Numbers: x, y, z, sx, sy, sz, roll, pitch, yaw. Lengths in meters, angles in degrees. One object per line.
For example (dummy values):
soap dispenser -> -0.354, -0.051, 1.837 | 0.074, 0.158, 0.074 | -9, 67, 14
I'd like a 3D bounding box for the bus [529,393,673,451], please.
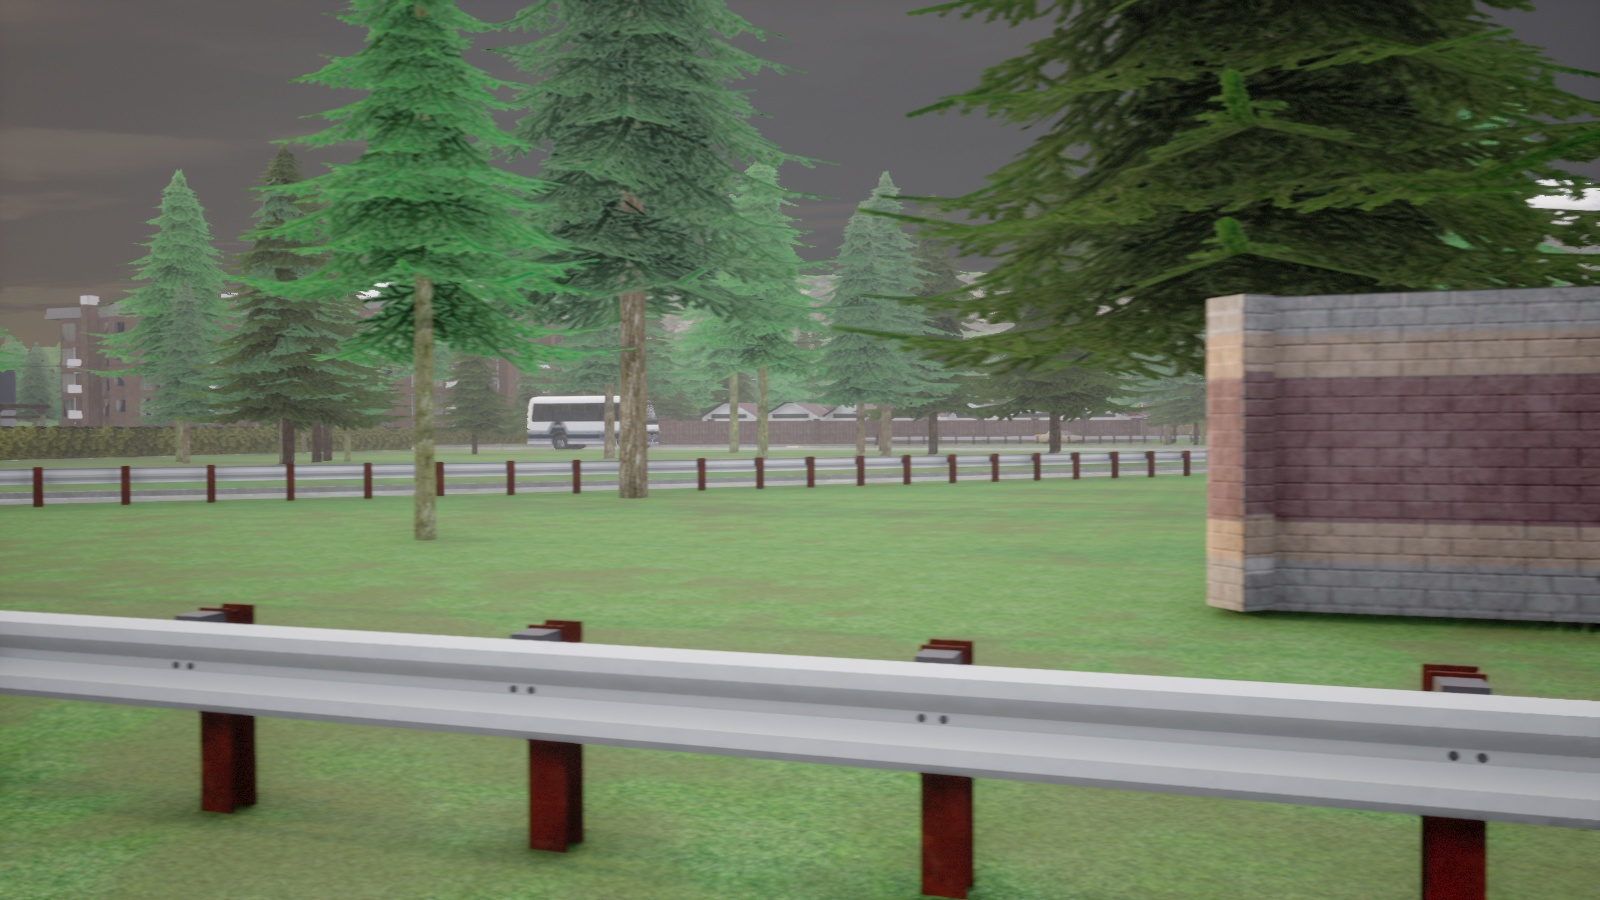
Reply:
bus -> -15.323, -2.155, 96.606 | 10.273, 4.253, 3.944 | 1, 1, 19
